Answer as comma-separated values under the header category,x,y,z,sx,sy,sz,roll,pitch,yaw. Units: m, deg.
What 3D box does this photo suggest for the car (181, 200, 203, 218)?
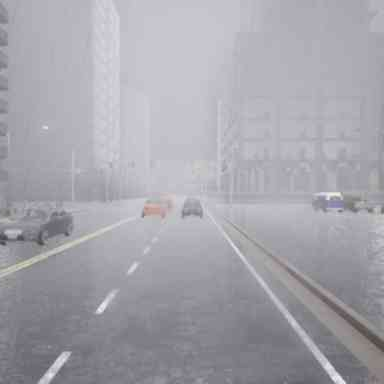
category,x,y,z,sx,sy,sz,roll,pitch,yaw
car,0.038,1.643,30.208,1.895,1.301,4.718,0,0,1

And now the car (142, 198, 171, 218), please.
category,x,y,z,sx,sy,sz,roll,pitch,yaw
car,-3.407,1.396,31.260,2.097,1.767,4.553,0,0,0

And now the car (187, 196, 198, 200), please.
category,x,y,z,sx,sy,sz,roll,pitch,yaw
car,0.069,1.409,42.637,2.097,1.767,4.553,0,0,0

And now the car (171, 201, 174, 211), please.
category,x,y,z,sx,sy,sz,roll,pitch,yaw
car,-3.432,1.560,42.755,1.837,1.490,4.892,0,0,0

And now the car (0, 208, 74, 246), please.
category,x,y,z,sx,sy,sz,roll,pitch,yaw
car,-7.091,1.513,15.591,2.128,1.511,4.902,0,0,0
